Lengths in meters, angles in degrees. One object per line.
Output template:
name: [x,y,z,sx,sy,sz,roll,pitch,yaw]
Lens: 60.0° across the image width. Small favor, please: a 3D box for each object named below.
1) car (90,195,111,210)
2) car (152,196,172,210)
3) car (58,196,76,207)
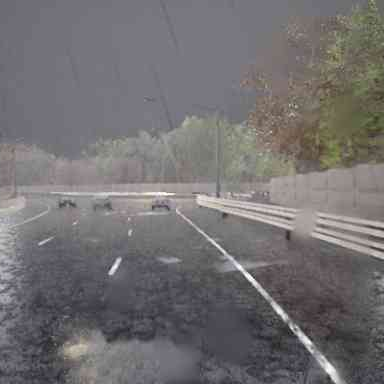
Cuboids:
car: [-9.924,1.097,36.221,2.128,1.511,4.902,-1,1,-19]
car: [-3.186,1.104,35.605,2.033,1.411,5.357,-1,1,0]
car: [-15.641,1.186,41.428,1.895,1.301,4.718,-1,1,-23]
